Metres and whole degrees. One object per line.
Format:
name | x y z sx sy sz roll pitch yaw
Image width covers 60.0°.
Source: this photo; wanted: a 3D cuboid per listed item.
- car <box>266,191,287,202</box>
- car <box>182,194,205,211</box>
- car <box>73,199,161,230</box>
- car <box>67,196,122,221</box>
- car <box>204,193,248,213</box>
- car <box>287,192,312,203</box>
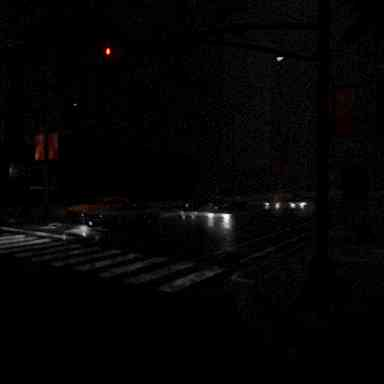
car | 12.267 0.604 47.588 1.882 1.535 5.008 1 1 35
car | 0.954 0.901 31.399 2.128 1.511 4.902 1 1 35
car | -3.907 1.243 18.669 1.895 1.301 4.718 1 1 34
car | -5.745 1.064 21.747 1.882 1.535 5.008 1 1 34
car | 3.292 0.976 29.052 1.812 1.442 4.674 1 1 34
car | 15.114 0.719 45.991 1.994 1.385 4.181 1 1 35
